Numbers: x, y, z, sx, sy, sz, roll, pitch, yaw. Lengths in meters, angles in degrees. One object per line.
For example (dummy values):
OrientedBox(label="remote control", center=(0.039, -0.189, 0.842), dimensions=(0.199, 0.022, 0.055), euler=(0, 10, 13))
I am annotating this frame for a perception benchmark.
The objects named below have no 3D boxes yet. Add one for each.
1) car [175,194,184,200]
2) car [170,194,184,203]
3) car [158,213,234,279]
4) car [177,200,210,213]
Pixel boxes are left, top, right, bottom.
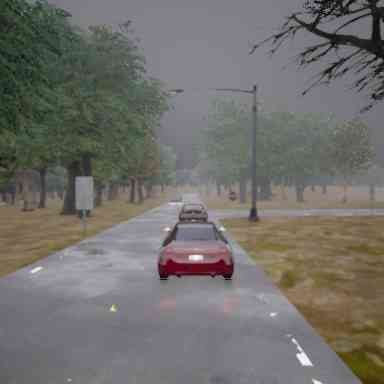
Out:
OrientedBox(label="car", center=(-2.989, 1.192, 79.916), dimensions=(1.837, 1.490, 4.892), euler=(0, 0, 0))
OrientedBox(label="car", center=(-3.018, 1.398, 63.875), dimensions=(1.994, 1.385, 4.181), euler=(0, 0, 1))
OrientedBox(label="car", center=(0.095, 1.562, 10.046), dimensions=(1.994, 1.385, 4.181), euler=(0, 0, 0))
OrientedBox(label="car", center=(0.087, 1.488, 21.774), dimensions=(1.837, 1.490, 4.892), euler=(0, 0, 0))
